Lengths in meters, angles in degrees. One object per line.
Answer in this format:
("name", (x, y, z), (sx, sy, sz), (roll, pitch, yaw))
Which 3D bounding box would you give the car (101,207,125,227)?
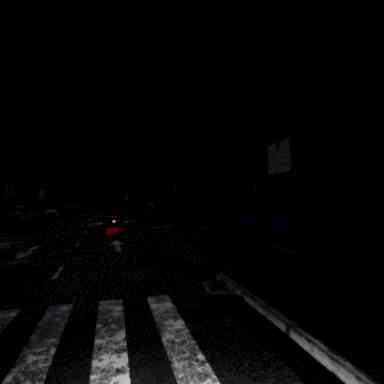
("car", (-7.389, 2.352, 31.186), (1.837, 1.490, 4.892), (-1, -1, -15))

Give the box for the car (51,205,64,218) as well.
("car", (-20.199, 2.717, 43.070), (5.566, 2.045, 2.435), (-2, -2, -34))

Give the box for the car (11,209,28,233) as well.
("car", (-15.758, 2.470, 25.589), (5.008, 1.535, 2.097), (-2, -1, -34))

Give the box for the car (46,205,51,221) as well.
("car", (-18.707, 2.673, 37.242), (4.553, 1.767, 2.185), (-2, -1, -34))

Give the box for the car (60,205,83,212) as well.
("car", (-32.301, 4.416, 89.444), (5.366, 1.575, 1.946), (-2, -1, -35))

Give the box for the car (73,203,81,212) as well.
("car", (-28.378, 3.958, 75.022), (4.892, 1.521, 2.231), (-2, -2, -35))

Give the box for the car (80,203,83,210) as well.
("car", (-28.968, 4.042, 78.034), (5.366, 1.575, 1.946), (-2, -2, -35))

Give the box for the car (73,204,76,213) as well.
("car", (-25.361, 3.615, 63.421), (4.792, 1.488, 2.163), (-2, -2, -34))

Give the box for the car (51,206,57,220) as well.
("car", (-19.450, 2.913, 40.158), (4.792, 1.488, 2.163), (-2, -2, -34))

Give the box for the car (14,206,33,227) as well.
("car", (-16.546, 2.428, 28.490), (4.553, 1.767, 2.185), (-2, -1, -34))

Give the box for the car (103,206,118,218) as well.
("car", (-12.093, 2.917, 49.214), (2.033, 1.411, 5.357), (-1, -1, -15))

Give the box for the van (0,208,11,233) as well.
("van", (-15.124, 2.166, 22.615), (4.442, 1.987, 1.878), (-2, -1, -34))

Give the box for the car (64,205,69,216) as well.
("car", (-21.535, 3.133, 48.972), (5.366, 1.575, 1.946), (-2, -2, -34))

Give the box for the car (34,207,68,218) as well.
("car", (-23.159, 3.356, 54.680), (4.674, 1.452, 2.002), (-2, -1, -34))

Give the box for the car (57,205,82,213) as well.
("car", (-29.722, 4.135, 80.938), (5.366, 1.575, 1.946), (-2, -2, -35))

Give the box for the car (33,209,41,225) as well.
("car", (-17.252, 2.674, 31.409), (4.674, 1.452, 2.002), (-2, -1, -34))

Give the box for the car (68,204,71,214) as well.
("car", (-22.429, 2.977, 51.803), (5.566, 2.045, 2.435), (-2, -2, -34))

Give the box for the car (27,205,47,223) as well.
("car", (-17.968, 2.590, 34.335), (4.553, 1.767, 2.185), (-2, -1, -34))
